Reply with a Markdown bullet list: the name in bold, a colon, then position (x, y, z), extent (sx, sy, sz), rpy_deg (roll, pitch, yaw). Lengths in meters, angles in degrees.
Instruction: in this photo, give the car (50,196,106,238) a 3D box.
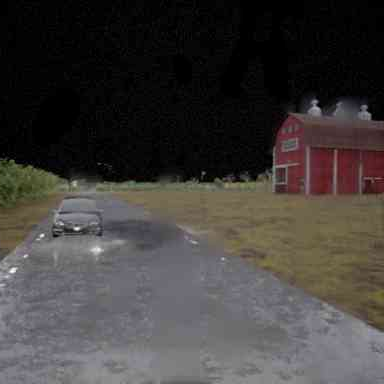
- **car**: position (-4.911, 0.974, 14.468), extent (1.837, 1.490, 4.892), rpy_deg (0, 3, -17)
